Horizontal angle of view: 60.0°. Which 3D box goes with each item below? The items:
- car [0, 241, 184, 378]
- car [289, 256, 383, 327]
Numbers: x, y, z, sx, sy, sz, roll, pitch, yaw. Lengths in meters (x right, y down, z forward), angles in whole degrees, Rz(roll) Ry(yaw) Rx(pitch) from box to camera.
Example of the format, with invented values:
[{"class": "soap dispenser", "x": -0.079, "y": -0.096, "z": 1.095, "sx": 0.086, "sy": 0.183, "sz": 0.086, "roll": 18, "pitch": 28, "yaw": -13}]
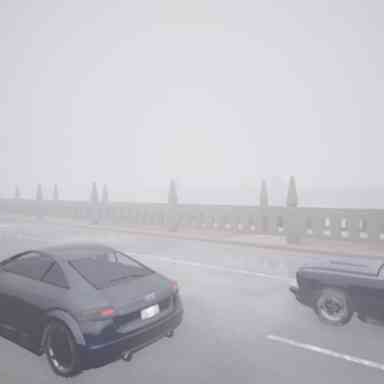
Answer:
[{"class": "car", "x": -2.183, "y": 1.546, "z": 5.569, "sx": 4.181, "sy": 1.385, "sz": 1.994, "roll": 0, "pitch": 0, "yaw": 36}, {"class": "car", "x": 4.104, "y": 1.605, "z": 5.375, "sx": 4.718, "sy": 1.301, "sz": 1.895, "roll": 0, "pitch": 0, "yaw": 35}]
